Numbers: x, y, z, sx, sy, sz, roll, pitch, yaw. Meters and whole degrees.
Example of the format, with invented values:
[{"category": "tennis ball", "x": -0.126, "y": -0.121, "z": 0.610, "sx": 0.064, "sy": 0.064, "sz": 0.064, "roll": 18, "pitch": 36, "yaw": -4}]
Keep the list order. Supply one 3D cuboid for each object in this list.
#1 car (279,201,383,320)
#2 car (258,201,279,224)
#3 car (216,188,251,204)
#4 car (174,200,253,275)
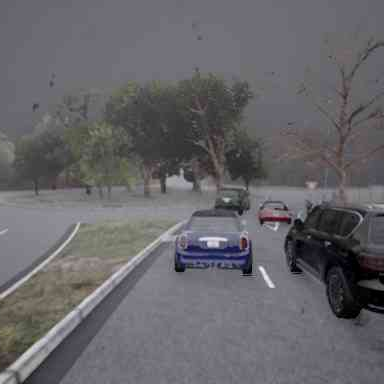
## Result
[{"category": "car", "x": 3.697, "y": 1.228, "z": 7.438, "sx": 2.150, "sy": 2.045, "sz": 5.566, "roll": 0, "pitch": 0, "yaw": 3}, {"category": "car", "x": 5.409, "y": 1.266, "z": 21.995, "sx": 1.994, "sy": 1.385, "sz": 4.181, "roll": 1, "pitch": 2, "yaw": 10}, {"category": "car", "x": 3.473, "y": 0.670, "z": 27.601, "sx": 2.150, "sy": 2.045, "sz": 5.566, "roll": 1, "pitch": 3, "yaw": 18}, {"category": "car", "x": 0.703, "y": 1.320, "z": 10.604, "sx": 2.097, "sy": 1.767, "sz": 4.553, "roll": 0, "pitch": 1, "yaw": 4}]
